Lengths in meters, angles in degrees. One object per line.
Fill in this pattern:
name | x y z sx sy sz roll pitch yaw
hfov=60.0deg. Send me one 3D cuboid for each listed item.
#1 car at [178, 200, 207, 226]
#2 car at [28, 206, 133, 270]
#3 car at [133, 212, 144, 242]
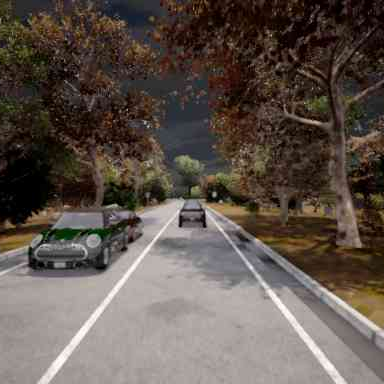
car | 0.046 1.542 23.611 2.128 1.511 4.902 0 0 1
car | -3.496 1.345 11.038 2.097 1.767 4.553 0 0 0
car | -3.562 1.568 16.204 1.994 1.385 4.181 0 0 0
